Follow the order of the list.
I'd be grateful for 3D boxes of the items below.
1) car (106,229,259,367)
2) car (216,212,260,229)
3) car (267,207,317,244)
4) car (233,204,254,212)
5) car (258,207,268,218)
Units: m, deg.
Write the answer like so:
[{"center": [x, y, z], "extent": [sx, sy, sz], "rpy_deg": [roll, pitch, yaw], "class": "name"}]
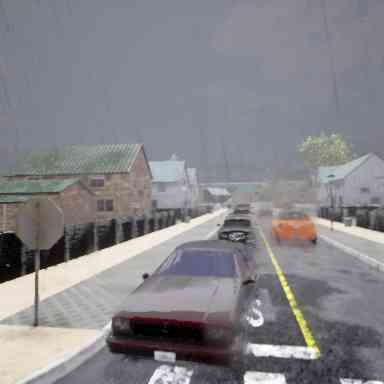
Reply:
[{"center": [0.339, 1.753, 6.772], "extent": [2.033, 1.411, 5.357], "rpy_deg": [-1, -2, 15], "class": "car"}, {"center": [2.419, 1.998, 17.404], "extent": [1.837, 1.490, 4.892], "rpy_deg": [-1, -2, 10], "class": "car"}, {"center": [5.680, 1.850, 19.028], "extent": [2.097, 1.767, 4.553], "rpy_deg": [-1, -2, 9], "class": "car"}, {"center": [4.305, 2.145, 28.618], "extent": [2.097, 1.767, 4.553], "rpy_deg": [-1, -2, 10], "class": "car"}, {"center": [10.136, 2.760, 45.638], "extent": [2.033, 1.411, 5.357], "rpy_deg": [-1, -2, 9], "class": "car"}]
